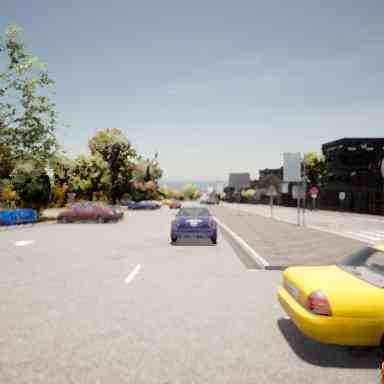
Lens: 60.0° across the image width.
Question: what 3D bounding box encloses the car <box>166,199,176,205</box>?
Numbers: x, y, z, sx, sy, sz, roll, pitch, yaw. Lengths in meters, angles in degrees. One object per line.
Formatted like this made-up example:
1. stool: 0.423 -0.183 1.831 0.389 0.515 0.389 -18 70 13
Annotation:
1. car: -3.013 2.345 58.939 1.882 1.535 5.008 0 -1 1

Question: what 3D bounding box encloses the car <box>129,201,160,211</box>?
1. car: -8.100 2.291 54.028 4.674 1.452 2.002 0 -1 1

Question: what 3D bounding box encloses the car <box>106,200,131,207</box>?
1. car: -17.102 2.579 77.198 5.357 1.411 2.033 1 2 0

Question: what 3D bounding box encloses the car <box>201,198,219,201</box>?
1. car: 5.350 3.046 94.850 4.892 1.521 2.231 0 -1 1

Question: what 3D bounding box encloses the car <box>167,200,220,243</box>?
1. car: 0.091 1.441 16.700 2.097 1.767 4.553 0 -1 0

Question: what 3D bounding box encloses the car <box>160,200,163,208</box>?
1. car: -8.068 2.314 57.304 4.892 1.521 2.231 0 -1 1

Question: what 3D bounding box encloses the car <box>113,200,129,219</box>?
1. car: -8.353 1.665 29.700 4.553 1.767 2.185 0 -1 0

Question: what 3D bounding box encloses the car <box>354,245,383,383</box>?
1. car: 3.893 1.350 2.167 4.553 1.767 2.185 0 0 0

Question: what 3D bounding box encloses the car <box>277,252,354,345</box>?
1. car: 4.110 1.478 5.084 5.366 1.575 1.946 0 0 0

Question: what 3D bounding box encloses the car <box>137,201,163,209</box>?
1. car: -8.014 2.475 63.724 4.674 1.452 2.002 0 -1 1

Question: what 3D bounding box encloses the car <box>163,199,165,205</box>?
1. car: -8.050 2.375 60.576 5.008 1.535 2.097 0 -1 1

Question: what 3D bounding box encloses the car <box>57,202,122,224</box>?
1. car: -8.308 1.772 26.527 4.674 1.452 2.002 0 -1 0
